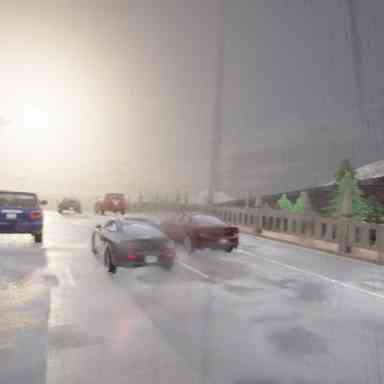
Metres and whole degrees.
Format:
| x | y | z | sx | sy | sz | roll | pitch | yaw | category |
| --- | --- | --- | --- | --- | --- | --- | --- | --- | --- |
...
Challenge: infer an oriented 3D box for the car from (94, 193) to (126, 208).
| x | y | z | sx | sy | sz | roll | pitch | yaw | category |
| --- | --- | --- | --- | --- | --- | --- | --- | --- | --- |
| -7.763 | 1.109 | 31.477 | 2.150 | 2.045 | 5.566 | 4 | -2 | -25 | car |

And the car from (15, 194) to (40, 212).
| x | y | z | sx | sy | sz | roll | pitch | yaw | category |
| --- | --- | --- | --- | --- | --- | --- | --- | --- | --- |
| -15.217 | 1.021 | 30.910 | 1.882 | 1.535 | 5.008 | 4 | -3 | -25 | car |

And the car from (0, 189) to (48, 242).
| x | y | z | sx | sy | sz | roll | pitch | yaw | category |
| --- | --- | --- | --- | --- | --- | --- | --- | --- | --- |
| -7.520 | 0.893 | 14.246 | 2.150 | 2.045 | 5.566 | 4 | 0 | -25 | car |

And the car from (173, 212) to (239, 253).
| x | y | z | sx | sy | sz | roll | pitch | yaw | category |
| --- | --- | --- | --- | --- | --- | --- | --- | --- | --- |
| 0.110 | 1.592 | 14.353 | 1.882 | 1.535 | 5.008 | 4 | 0 | -25 | car |

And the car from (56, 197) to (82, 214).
| x | y | z | sx | sy | sz | roll | pitch | yaw | category |
| --- | --- | --- | --- | --- | --- | --- | --- | --- | --- |
| -11.531 | 1.216 | 31.263 | 1.837 | 1.490 | 4.892 | 4 | -2 | -25 | car |

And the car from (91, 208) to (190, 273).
| x | y | z | sx | sy | sz | roll | pitch | yaw | category |
| --- | --- | --- | --- | --- | --- | --- | --- | --- | --- |
| -1.971 | 1.491 | 10.509 | 1.812 | 1.442 | 4.674 | 4 | 0 | -25 | car |
